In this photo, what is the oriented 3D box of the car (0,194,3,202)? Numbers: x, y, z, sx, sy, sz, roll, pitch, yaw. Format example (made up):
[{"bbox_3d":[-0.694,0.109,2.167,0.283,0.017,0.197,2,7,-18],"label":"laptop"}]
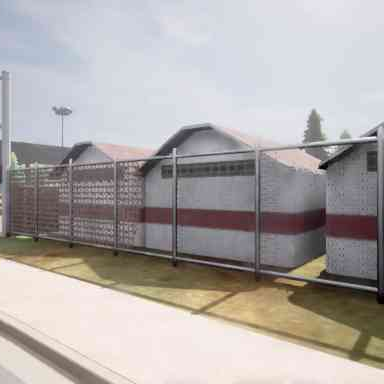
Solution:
[{"bbox_3d":[-22.566,1.222,40.017,2.150,2.045,5.566,0,0,37],"label":"car"}]
